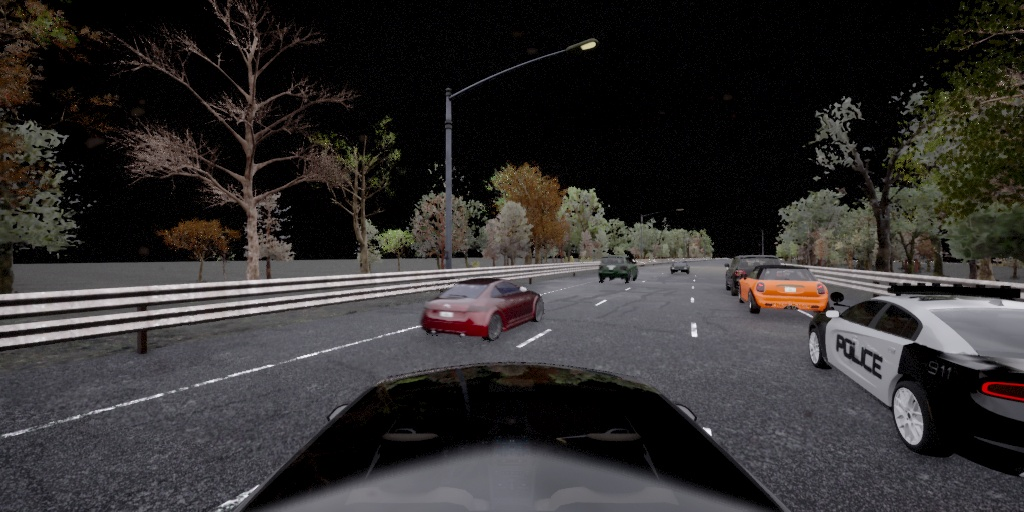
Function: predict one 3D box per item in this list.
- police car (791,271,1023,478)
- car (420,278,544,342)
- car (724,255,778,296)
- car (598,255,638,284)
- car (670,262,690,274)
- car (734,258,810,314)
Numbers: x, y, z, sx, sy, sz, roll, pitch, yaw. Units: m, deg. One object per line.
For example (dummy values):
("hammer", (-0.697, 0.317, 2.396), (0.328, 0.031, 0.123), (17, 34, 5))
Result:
("police car", (5.593, 1.175, 4.679), (1.930, 1.638, 5.238), (0, 0, 26))
("car", (-0.620, 1.314, 10.034), (1.994, 1.385, 4.181), (0, 0, 26))
("car", (12.584, 0.978, 18.758), (2.150, 2.045, 5.566), (0, 0, 27))
("car", (8.265, 0.977, 27.704), (2.150, 2.045, 5.566), (0, 0, 27))
("car", (19.204, 1.369, 40.827), (1.895, 1.301, 4.718), (0, 0, 28))
("car", (9.888, 1.102, 13.415), (2.097, 1.767, 4.553), (0, 0, 27))
